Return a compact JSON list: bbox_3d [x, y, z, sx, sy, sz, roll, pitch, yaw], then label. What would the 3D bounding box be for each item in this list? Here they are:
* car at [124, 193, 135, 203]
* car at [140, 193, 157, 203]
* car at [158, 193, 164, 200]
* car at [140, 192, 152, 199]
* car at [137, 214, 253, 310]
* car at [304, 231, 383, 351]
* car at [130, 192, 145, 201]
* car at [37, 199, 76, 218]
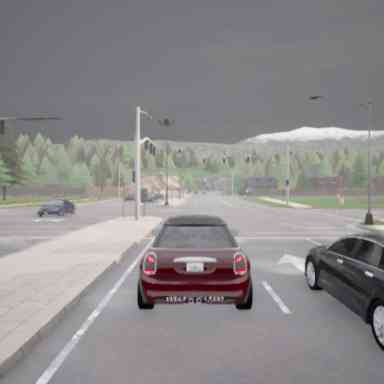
[{"bbox_3d":[-10.924,0.947,59.861,2.097,1.767,4.553,0,0,1],"label":"car"},{"bbox_3d":[-7.487,1.146,56.237,1.812,1.442,4.674,0,0,1],"label":"car"},{"bbox_3d":[-7.183,1.007,71.970,1.837,1.490,4.892,0,0,1],"label":"car"},{"bbox_3d":[-10.612,0.703,76.726,2.128,1.511,4.902,0,0,1],"label":"car"},{"bbox_3d":[0.066,1.298,7.864,2.097,1.767,4.553,0,0,0],"label":"car"},{"bbox_3d":[3.557,1.464,5.984,1.837,1.490,4.892,0,0,0],"label":"car"},{"bbox_3d":[-10.743,0.912,66.323,2.097,1.767,4.553,0,0,2],"label":"car"},{"bbox_3d":[-11.337,1.345,28.215,1.812,1.442,4.674,0,0,1],"label":"car"}]
